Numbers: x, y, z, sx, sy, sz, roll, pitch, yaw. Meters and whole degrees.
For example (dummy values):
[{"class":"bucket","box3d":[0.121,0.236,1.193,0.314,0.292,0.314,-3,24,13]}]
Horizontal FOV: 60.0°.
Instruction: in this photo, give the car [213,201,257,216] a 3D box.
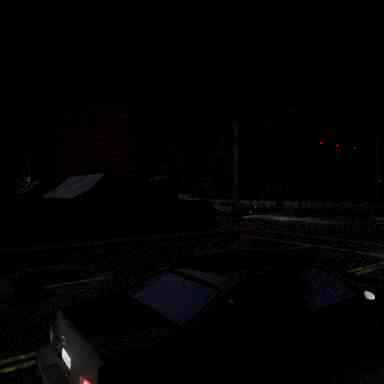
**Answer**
[{"class":"car","box3d":[4.188,1.588,33.040,1.895,1.301,4.718,0,0,-37]}]

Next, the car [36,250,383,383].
[{"class":"car","box3d":[0.915,1.546,4.463,5.357,1.411,2.033,0,0,-35]}]
